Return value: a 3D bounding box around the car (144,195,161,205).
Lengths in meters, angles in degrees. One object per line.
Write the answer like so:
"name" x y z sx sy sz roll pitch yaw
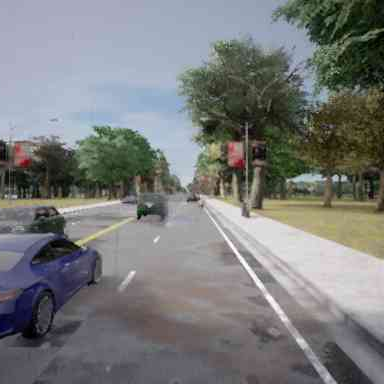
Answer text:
"car" -6.542 1.293 55.179 2.128 1.511 4.902 0 0 1

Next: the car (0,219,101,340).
"car" -3.151 1.504 6.379 1.812 1.442 4.674 0 0 0

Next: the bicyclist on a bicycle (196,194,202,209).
"bicyclist on a bicycle" 0.898 1.219 43.213 0.659 1.776 1.843 0 0 0

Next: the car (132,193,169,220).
"car" -3.158 1.128 27.333 2.150 2.045 5.566 0 0 0

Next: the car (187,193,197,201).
"car" 0.011 1.079 76.019 2.097 1.767 4.553 0 0 0

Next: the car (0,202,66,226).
"car" -6.597 1.308 12.957 2.097 1.767 4.553 0 0 0

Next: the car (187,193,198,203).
"car" 0.057 1.126 62.214 2.097 1.767 4.553 0 0 1

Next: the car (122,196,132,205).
"car" -9.806 1.373 52.992 1.994 1.385 4.181 0 0 0

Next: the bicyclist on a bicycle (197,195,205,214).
"bicyclist on a bicycle" 0.907 1.324 32.463 0.866 1.612 1.509 0 0 0
